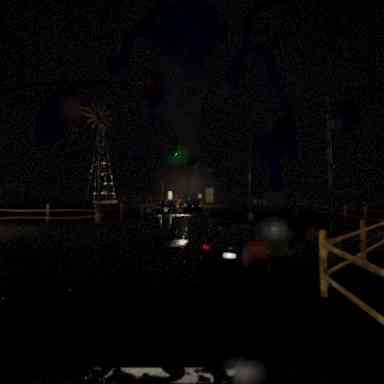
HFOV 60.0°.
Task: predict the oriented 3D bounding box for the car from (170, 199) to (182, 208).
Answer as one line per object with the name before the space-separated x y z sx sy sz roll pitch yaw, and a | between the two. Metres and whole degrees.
car | -2.745 2.007 58.501 1.994 1.385 4.181 0 -1 0

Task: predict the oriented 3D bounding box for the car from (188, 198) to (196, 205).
car | 0.010 2.120 72.627 1.812 1.442 4.674 0 -1 0

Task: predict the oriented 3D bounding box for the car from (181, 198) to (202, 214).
car | 0.089 1.616 39.561 2.097 1.767 4.553 0 -1 0

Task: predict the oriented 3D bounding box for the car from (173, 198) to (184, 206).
car | -2.741 2.026 68.630 1.882 1.535 5.008 0 -1 0

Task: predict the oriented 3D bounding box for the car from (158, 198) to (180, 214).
car | -2.840 1.748 38.747 2.128 1.511 4.902 0 0 0

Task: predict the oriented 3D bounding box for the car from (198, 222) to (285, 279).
car | 1.685 1.612 10.430 1.994 1.385 4.181 0 0 21
